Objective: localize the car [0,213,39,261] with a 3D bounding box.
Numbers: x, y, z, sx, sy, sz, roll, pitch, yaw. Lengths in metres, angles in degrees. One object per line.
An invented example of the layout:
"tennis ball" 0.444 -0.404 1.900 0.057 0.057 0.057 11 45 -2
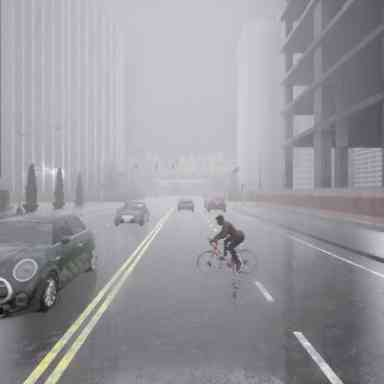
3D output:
"car" -7.299 1.564 11.632 1.994 1.385 4.181 0 0 -1

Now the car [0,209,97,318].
"car" -3.721 1.351 7.634 2.097 1.767 4.553 0 0 -1

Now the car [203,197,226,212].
"car" 2.780 1.352 39.141 2.097 1.767 4.553 0 0 -1

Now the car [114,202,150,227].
"car" -4.041 1.493 22.934 2.128 1.511 4.902 0 0 -1

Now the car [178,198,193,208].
"car" -0.949 1.564 48.488 1.994 1.385 4.181 0 0 -1

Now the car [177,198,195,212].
"car" -0.722 1.491 39.254 2.128 1.511 4.902 0 0 -1

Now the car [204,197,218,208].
"car" 2.734 1.505 48.345 1.837 1.490 4.892 0 0 2

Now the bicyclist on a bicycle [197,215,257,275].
"bicyclist on a bicycle" 0.941 1.454 9.013 1.656 1.620 0.582 -2 0 -1
